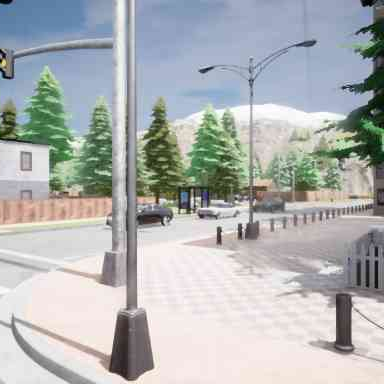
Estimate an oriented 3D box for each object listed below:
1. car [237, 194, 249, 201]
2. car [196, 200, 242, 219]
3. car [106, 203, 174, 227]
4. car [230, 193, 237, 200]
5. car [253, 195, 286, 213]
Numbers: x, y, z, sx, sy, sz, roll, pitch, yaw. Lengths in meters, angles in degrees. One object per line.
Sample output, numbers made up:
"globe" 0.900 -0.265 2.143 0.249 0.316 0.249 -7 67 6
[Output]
"car" 13.001 1.144 77.963 1.932 1.855 4.605 0 0 36
"car" 2.399 1.586 28.628 1.895 1.301 4.718 0 0 37
"car" -3.223 1.476 21.240 2.128 1.511 4.902 0 0 37
"car" 10.737 1.146 79.124 1.905 1.878 3.866 0 0 36
"car" 8.594 1.337 36.734 2.097 1.767 4.553 0 0 38
